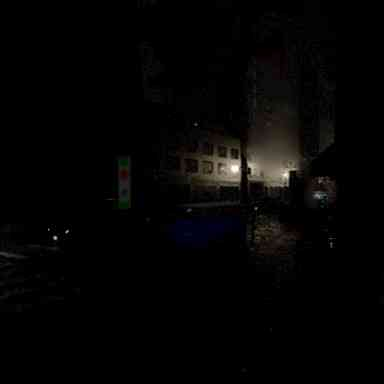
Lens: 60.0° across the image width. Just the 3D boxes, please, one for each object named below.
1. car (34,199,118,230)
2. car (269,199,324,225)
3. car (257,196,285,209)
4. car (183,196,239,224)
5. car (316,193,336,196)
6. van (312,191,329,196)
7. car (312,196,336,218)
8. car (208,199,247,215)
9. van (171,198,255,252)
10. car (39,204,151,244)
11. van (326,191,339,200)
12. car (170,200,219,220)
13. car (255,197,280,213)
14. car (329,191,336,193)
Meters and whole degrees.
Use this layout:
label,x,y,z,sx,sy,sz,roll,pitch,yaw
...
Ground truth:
label,x,y,z,sx,sy,sz,roll,pitch,yaw
car,-6.116,1.336,18.672,2.192,1.841,5.009,0,1,35
car,7.307,1.403,22.957,2.008,1.369,4.403,0,1,35
car,9.998,1.281,41.630,1.947,1.339,4.313,1,1,35
car,1.531,1.255,24.946,2.097,1.767,4.553,0,0,35
car,17.859,1.171,42.647,2.033,1.411,5.357,0,0,35
van,22.889,0.806,59.990,1.690,1.788,3.998,1,1,35
car,10.627,1.314,27.688,1.752,1.417,4.829,0,1,35
car,3.553,1.404,32.448,1.947,1.339,4.313,0,1,35
van,0.861,1.315,13.774,1.690,1.788,3.998,0,1,35
car,-4.384,1.562,16.515,2.033,1.411,5.357,0,0,35
van,29.334,0.678,69.171,1.690,1.788,3.998,1,1,35
car,0.330,1.444,27.857,1.887,1.381,4.507,0,1,35
car,7.467,1.282,33.386,2.128,1.511,4.902,0,0,35
car,26.112,0.842,64.582,1.967,1.590,4.097,1,1,35
